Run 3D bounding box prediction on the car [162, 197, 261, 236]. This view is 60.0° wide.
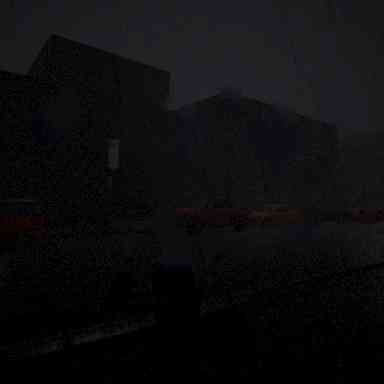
[{"bbox_3d":[0.996,1.300,19.263,5.566,2.045,2.435,1,0,-36],"label":"car"}]

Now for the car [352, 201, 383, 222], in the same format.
[{"bbox_3d":[14.414,1.566,28.879,4.553,1.767,2.185,1,0,-36],"label":"car"}]

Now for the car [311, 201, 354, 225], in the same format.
[{"bbox_3d":[9.902,1.646,25.646,4.892,1.521,2.231,1,0,-36],"label":"car"}]

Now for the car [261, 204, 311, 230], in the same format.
[{"bbox_3d":[5.410,1.597,22.427,5.008,1.535,2.097,1,0,-36],"label":"car"}]

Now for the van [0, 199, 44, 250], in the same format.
[{"bbox_3d":[-8.160,1.229,12.702,4.442,1.987,1.878,1,0,-36],"label":"van"}]
